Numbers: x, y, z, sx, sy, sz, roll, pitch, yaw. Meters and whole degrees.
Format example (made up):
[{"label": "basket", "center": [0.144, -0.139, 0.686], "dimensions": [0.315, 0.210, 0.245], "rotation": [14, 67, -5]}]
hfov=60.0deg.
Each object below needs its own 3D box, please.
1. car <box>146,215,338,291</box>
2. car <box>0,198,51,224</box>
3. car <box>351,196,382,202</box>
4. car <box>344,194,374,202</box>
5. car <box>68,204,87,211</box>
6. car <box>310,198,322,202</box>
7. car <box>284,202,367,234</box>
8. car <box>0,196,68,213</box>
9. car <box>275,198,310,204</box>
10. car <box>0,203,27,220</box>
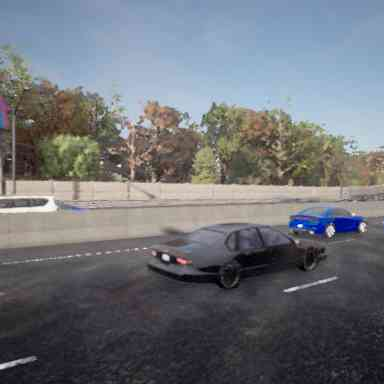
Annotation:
[{"label": "car", "center": [1.451, 1.549, 9.077], "dimensions": [5.357, 1.411, 2.033], "rotation": [0, 0, -36]}, {"label": "car", "center": [-13.137, 1.351, 24.713], "dimensions": [4.553, 1.767, 2.097], "rotation": [0, 0, -35]}, {"label": "car", "center": [22.541, 1.605, 41.534], "dimensions": [5.357, 1.411, 2.033], "rotation": [0, 0, -35]}, {"label": "car", "center": [23.483, 1.286, 46.488], "dimensions": [5.566, 2.045, 2.150], "rotation": [0, 0, -35]}, {"label": "car", "center": [-9.729, 1.478, 22.845], "dimensions": [5.008, 1.535, 1.882], "rotation": [0, 0, -35]}, {"label": "car", "center": [18.177, 1.588, 51.290], "dimensions": [4.674, 1.442, 1.812], "rotation": [0, 0, -35]}, {"label": "car", "center": [7.235, 1.486, 17.501], "dimensions": [5.008, 1.535, 1.882], "rotation": [0, 0, -36]}, {"label": "car", "center": [-10.128, 1.221, 18.263], "dimensions": [5.566, 2.045, 2.150], "rotation": [0, 0, -35]}, {"label": "car", "center": [12.707, 1.543, 43.114], "dimensions": [4.892, 1.490, 1.837], "rotation": [0, 0, -35]}, {"label": "car", "center": [-16.109, 1.600, 26.894], "dimensions": [4.718, 1.301, 1.895], "rotation": [0, 0, -35]}]
